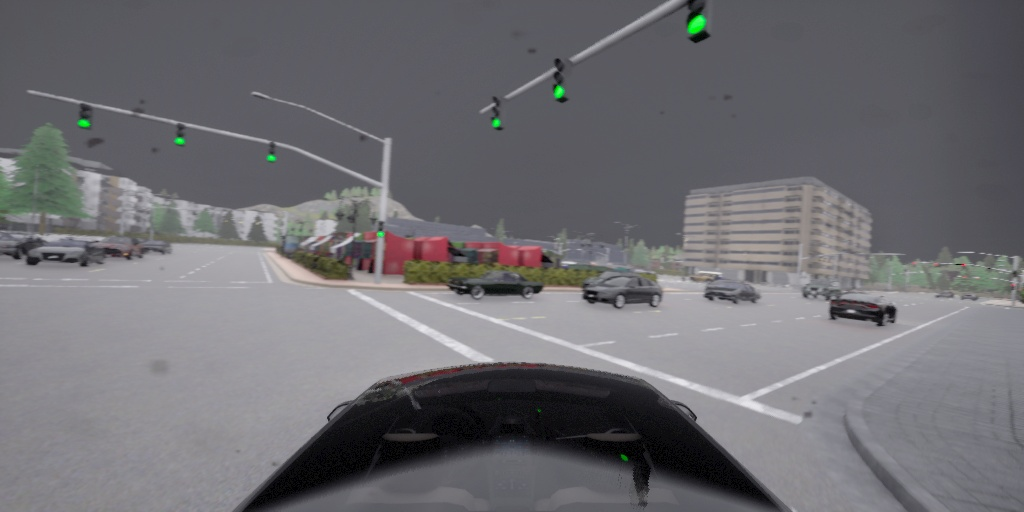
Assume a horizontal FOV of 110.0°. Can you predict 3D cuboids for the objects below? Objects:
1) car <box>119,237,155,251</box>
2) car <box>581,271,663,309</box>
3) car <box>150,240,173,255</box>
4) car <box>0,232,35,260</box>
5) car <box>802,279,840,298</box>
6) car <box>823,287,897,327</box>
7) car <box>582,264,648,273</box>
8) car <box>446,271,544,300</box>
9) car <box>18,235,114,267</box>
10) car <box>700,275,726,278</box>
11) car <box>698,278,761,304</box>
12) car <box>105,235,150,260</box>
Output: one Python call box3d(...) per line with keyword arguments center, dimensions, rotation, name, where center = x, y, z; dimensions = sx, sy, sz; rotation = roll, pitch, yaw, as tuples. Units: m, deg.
box3d(center=(-45.599, -1.500, 43.748), dimensions=(2.033, 1.411, 5.357), rotation=(4, -1, -36), name="car")
box3d(center=(5.629, 1.743, 18.011), dimensions=(4.892, 1.490, 1.837), rotation=(4, -1, -36), name="car")
box3d(center=(-36.411, -0.922, 36.831), dimensions=(2.033, 1.411, 5.357), rotation=(4, -1, -35), name="car")
box3d(center=(-29.451, -0.635, 21.097), dimensions=(2.128, 1.511, 4.902), rotation=(4, -1, -36), name="car")
box3d(center=(32.522, 3.512, 37.577), dimensions=(5.566, 2.045, 2.150), rotation=(5, -1, -36), name="car")
box3d(center=(17.735, 2.587, 18.072), dimensions=(5.008, 1.535, 1.882), rotation=(5, -1, -36), name="car")
box3d(center=(6.567, 1.700, 23.026), dimensions=(4.553, 1.767, 2.097), rotation=(4, -1, -36), name="car")
box3d(center=(-0.788, 1.388, 17.662), dimensions=(4.718, 1.301, 1.895), rotation=(4, -1, -36), name="car")
box3d(center=(-24.010, -0.197, 19.507), dimensions=(1.994, 1.385, 4.181), rotation=(4, -1, -36), name="car")
box3d(center=(19.185, 2.817, 32.262), dimensions=(4.892, 1.490, 1.837), rotation=(4, 0, -36), name="car")
box3d(center=(15.728, 2.557, 25.408), dimensions=(5.357, 1.411, 2.033), rotation=(4, -1, -36), name="car")
box3d(center=(-28.925, -0.690, 26.377), dimensions=(2.097, 1.767, 4.553), rotation=(4, -1, -36), name="car")
